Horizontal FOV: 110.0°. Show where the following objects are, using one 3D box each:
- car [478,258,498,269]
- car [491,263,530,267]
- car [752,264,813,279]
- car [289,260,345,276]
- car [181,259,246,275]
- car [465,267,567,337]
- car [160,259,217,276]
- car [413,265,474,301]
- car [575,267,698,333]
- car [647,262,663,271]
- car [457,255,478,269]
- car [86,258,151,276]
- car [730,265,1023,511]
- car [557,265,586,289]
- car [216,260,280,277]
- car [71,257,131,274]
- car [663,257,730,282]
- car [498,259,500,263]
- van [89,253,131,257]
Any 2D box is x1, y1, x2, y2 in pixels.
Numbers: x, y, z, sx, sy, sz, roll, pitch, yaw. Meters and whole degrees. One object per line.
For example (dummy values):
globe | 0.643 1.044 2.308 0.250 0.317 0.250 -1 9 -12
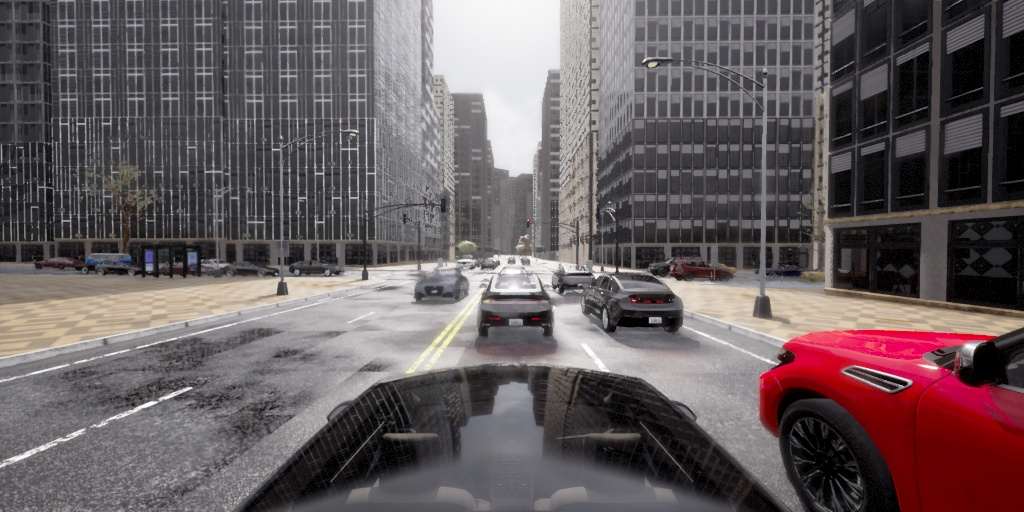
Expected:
car | -3.389 1.192 52.055 1.882 1.535 5.008 0 0 0
car | 0.082 1.288 20.017 2.033 1.411 5.357 0 0 0
car | 27.437 1.561 36.477 4.718 1.301 1.895 1 1 1
car | -18.439 1.108 33.978 4.892 1.490 1.837 1 1 2
car | -28.394 1.038 34.188 4.674 1.442 1.812 1 1 1
car | 0.091 1.238 10.281 2.128 1.511 4.902 0 0 0
car | -28.445 1.138 31.499 4.207 1.307 1.802 0 0 1
car | -3.216 1.306 17.038 1.994 1.385 4.181 0 0 2
car | 3.340 1.251 10.776 1.837 1.490 4.892 0 0 0
car | 16.810 1.088 36.634 5.566 2.045 2.150 1 1 1
car | -6.639 0.935 52.503 2.150 2.045 5.566 0 0 0
car | -34.126 1.069 31.667 4.313 1.339 1.948 0 0 1
car | 3.348 0.972 0.912 2.150 2.045 5.566 0 0 0
car | 3.332 1.232 20.024 2.128 1.511 4.902 0 0 0
car | -22.761 1.173 31.372 4.313 1.339 1.948 0 0 1
car | -38.616 1.020 34.393 4.718 1.301 1.895 1 1 1
car | 16.164 1.269 30.882 5.009 1.841 2.192 0 0 1
car | -3.390 1.267 61.641 1.994 1.385 4.181 0 0 0
van | -45.326 0.604 40.317 3.998 1.789 1.690 0 0 1
